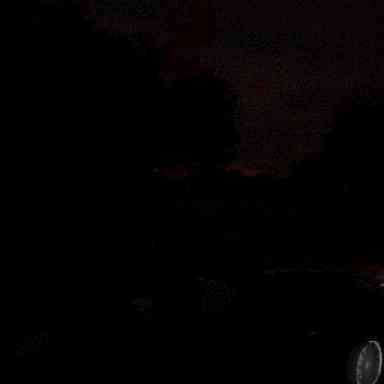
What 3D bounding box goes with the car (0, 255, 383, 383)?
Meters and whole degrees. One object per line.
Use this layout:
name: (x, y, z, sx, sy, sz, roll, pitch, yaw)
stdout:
car: (0.390, 1.526, 3.714, 4.674, 1.442, 1.812, 0, 0, -33)
